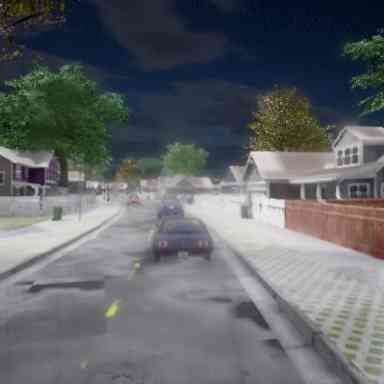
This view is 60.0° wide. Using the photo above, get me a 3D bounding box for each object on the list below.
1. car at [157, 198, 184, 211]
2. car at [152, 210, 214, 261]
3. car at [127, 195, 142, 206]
[{"bbox_3d":[-1.865,1.253,28.295,2.097,1.767,4.553,0,0,-7],"label":"car"},{"bbox_3d":[-0.370,1.558,12.131,1.895,1.301,4.718,0,0,-3],"label":"car"},{"bbox_3d":[-8.910,1.186,51.323,2.097,1.767,4.553,0,0,-13],"label":"car"}]
